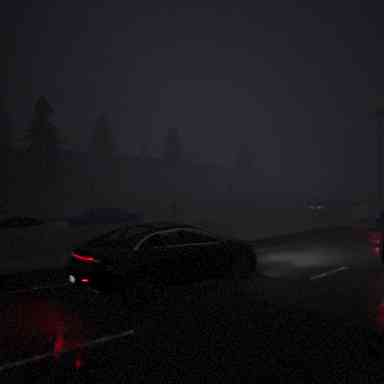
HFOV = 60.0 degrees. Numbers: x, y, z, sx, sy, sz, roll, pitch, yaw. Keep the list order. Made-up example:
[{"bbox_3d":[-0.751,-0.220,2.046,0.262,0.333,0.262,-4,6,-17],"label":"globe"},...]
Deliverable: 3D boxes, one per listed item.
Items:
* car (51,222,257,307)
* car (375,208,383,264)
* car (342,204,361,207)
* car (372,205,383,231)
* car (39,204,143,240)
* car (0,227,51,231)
[{"bbox_3d":[-0.476,1.500,8.057,4.902,1.511,2.128,0,0,-39],"label":"car"},{"bbox_3d":[7.915,1.377,10.752,4.553,1.767,2.097,0,0,-43],"label":"car"},{"bbox_3d":[20.661,1.684,42.577,1.895,1.301,4.718,0,0,37],"label":"car"},{"bbox_3d":[13.003,1.571,21.058,1.812,1.442,4.674,0,0,41],"label":"car"},{"bbox_3d":[-5.285,1.492,17.918,5.008,1.535,1.882,0,0,-41],"label":"car"},{"bbox_3d":[-6.834,1.531,12.199,4.674,1.442,1.812,0,0,-38],"label":"car"}]
